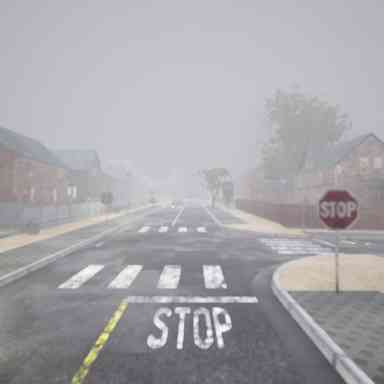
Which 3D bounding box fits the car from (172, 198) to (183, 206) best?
[{"bbox_3d":[-2.749,1.881,62.888,1.994,1.385,4.181,0,0,0],"label":"car"}]
